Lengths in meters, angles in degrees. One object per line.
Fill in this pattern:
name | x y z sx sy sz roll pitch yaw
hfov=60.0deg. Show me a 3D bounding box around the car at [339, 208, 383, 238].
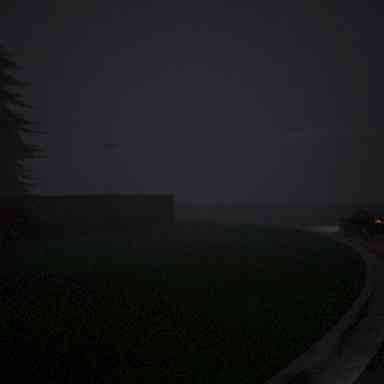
car | 9.939 1.634 18.565 1.882 1.535 5.008 0 -1 3
